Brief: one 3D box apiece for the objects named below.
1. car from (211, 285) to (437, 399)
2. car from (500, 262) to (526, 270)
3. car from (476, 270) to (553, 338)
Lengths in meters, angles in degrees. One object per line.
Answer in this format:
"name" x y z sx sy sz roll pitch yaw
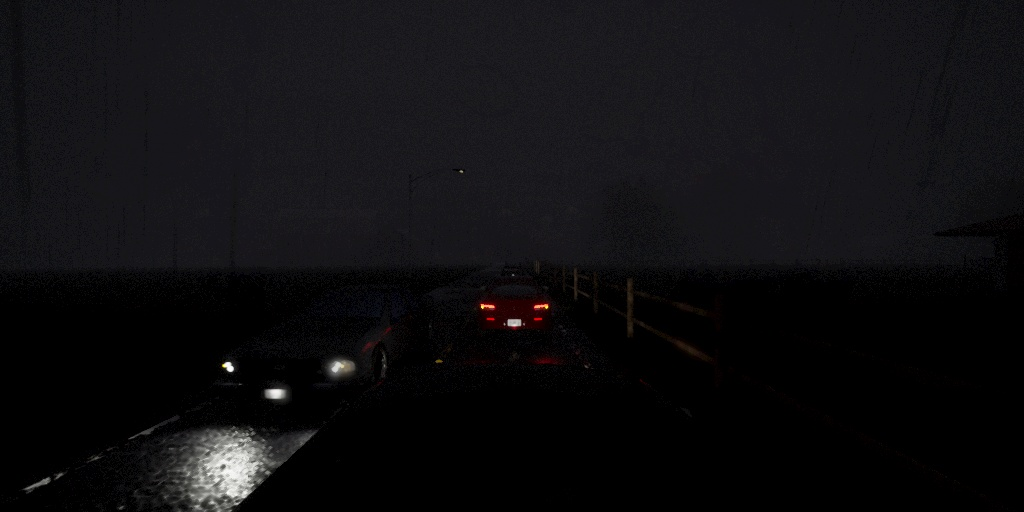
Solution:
"car" -2.846 1.297 7.042 2.033 1.411 5.357 0 0 1
"car" 0.084 1.254 29.365 2.128 1.511 4.902 0 0 0
"car" 0.068 1.275 10.045 1.812 1.442 4.674 0 0 0
